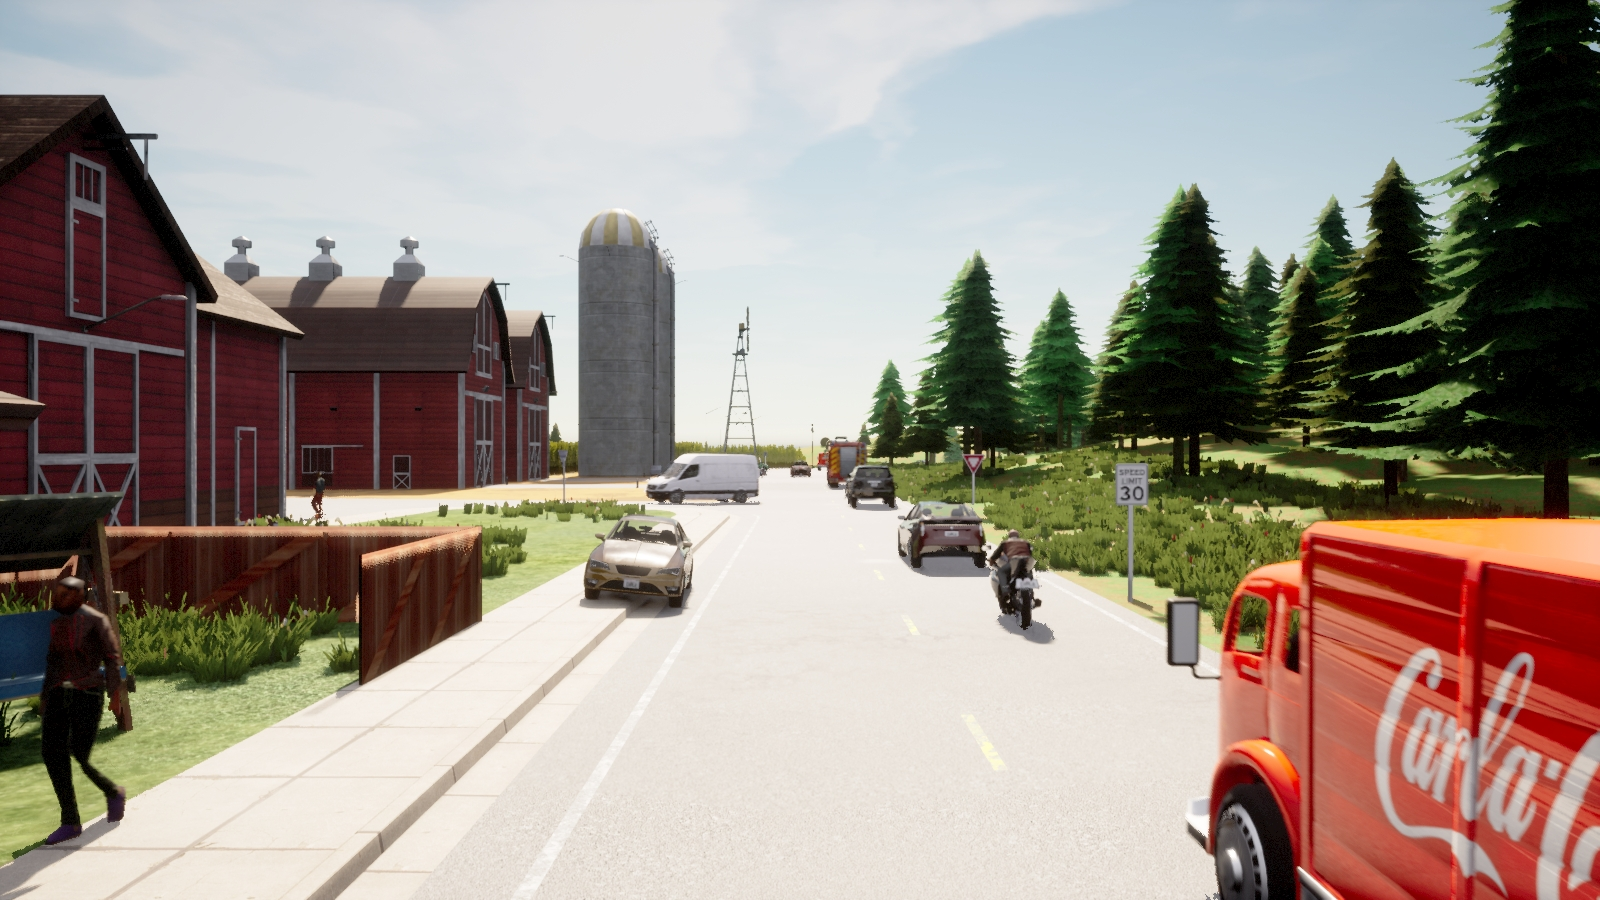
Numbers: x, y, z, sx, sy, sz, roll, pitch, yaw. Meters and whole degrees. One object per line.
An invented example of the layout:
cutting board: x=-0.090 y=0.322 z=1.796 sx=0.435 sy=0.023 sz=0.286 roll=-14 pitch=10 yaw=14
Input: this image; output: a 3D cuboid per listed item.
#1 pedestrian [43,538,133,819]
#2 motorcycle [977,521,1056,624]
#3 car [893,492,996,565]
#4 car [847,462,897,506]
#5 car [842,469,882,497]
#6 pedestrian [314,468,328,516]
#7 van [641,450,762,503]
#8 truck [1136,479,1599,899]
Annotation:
pedestrian: x=-4.926 y=1.555 z=7.912 sx=0.375 sy=1.860 sz=0.375 roll=0 pitch=0 yaw=9
motorcycle: x=3.520 y=1.961 z=18.767 sx=0.867 sy=1.460 sz=2.209 roll=0 pitch=0 yaw=0
car: x=3.528 y=1.900 z=28.649 sx=2.007 sy=1.525 sz=4.514 roll=0 pitch=0 yaw=0
car: x=3.555 y=1.634 z=57.279 sx=2.150 sy=2.045 sz=5.566 roll=0 pitch=0 yaw=0
car: x=3.592 y=1.907 z=67.059 sx=2.128 sy=1.511 sz=4.902 roll=0 pitch=0 yaw=1
pedestrian: x=-18.671 y=1.617 z=44.549 sx=0.375 sy=1.860 sz=0.375 roll=0 pitch=0 yaw=7
van: x=-5.035 y=1.340 z=58.750 sx=5.915 sy=2.561 sz=1.988 roll=1 pitch=1 yaw=-33
truck: x=3.524 y=1.428 z=4.900 sx=2.627 sy=2.467 sz=5.204 roll=0 pitch=0 yaw=0
